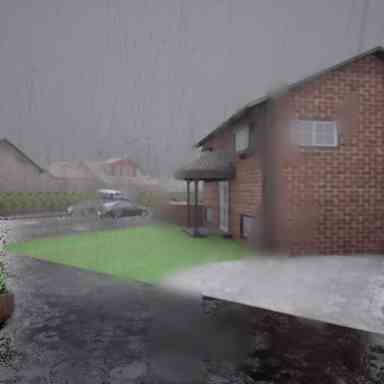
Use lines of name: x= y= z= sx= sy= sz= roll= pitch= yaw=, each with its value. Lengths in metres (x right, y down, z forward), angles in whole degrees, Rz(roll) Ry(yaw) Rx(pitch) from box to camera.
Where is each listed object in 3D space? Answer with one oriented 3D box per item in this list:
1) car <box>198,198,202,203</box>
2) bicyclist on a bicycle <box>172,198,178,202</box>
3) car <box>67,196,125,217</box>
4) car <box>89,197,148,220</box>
car: x=3.055 y=1.082 z=45.726 sx=2.150 sy=2.045 sz=5.566 roll=0 pitch=0 yaw=36
bicyclist on a bicycle: x=-1.263 y=1.267 z=25.388 sx=1.656 sy=1.620 sz=0.582 roll=0 pitch=0 yaw=36
car: x=-8.691 y=1.362 z=29.432 sx=2.128 sy=1.511 sz=4.902 roll=0 pitch=1 yaw=36
car: x=-5.575 y=1.421 z=26.684 sx=1.812 sy=1.442 sz=4.674 roll=0 pitch=0 yaw=36
